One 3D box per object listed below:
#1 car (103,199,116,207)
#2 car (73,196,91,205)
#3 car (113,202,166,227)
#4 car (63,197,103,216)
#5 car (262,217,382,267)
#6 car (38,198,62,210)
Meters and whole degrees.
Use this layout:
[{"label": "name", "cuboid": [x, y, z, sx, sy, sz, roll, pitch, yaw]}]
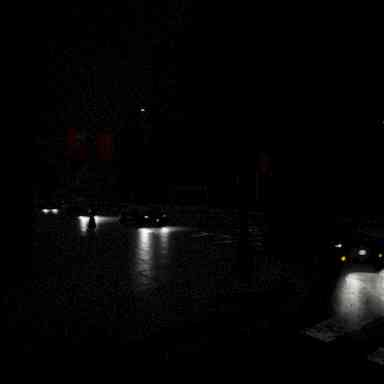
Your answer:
[{"label": "car", "cuboid": [-14.069, 1.774, 55.253, 1.994, 1.385, 4.181, 0, 0, -37]}, {"label": "car", "cuboid": [-21.996, 1.612, 66.267, 2.097, 1.767, 4.553, 0, 0, -36]}, {"label": "car", "cuboid": [-3.615, 1.596, 23.640, 1.812, 1.442, 4.674, 0, 0, -36]}, {"label": "car", "cuboid": [-11.326, 1.613, 34.375, 2.128, 1.511, 4.902, 0, 0, -36]}, {"label": "car", "cuboid": [4.235, 1.577, 11.481, 1.994, 1.385, 4.181, 0, 0, -21]}, {"label": "car", "cuboid": [-20.699, 1.729, 47.565, 2.033, 1.411, 5.357, 0, 0, -35]}]
